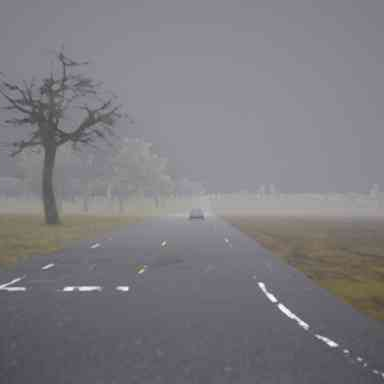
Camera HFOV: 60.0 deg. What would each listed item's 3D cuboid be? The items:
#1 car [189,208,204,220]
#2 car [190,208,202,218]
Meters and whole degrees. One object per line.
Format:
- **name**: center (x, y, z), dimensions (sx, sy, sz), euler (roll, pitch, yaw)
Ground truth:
- **car**: center (0.575, 2.951, 43.722), dimensions (1.994, 1.385, 4.181), euler (-1, -2, 1)
- **car**: center (0.716, 3.312, 53.754), dimensions (1.837, 1.490, 4.892), euler (-1, -3, 1)
